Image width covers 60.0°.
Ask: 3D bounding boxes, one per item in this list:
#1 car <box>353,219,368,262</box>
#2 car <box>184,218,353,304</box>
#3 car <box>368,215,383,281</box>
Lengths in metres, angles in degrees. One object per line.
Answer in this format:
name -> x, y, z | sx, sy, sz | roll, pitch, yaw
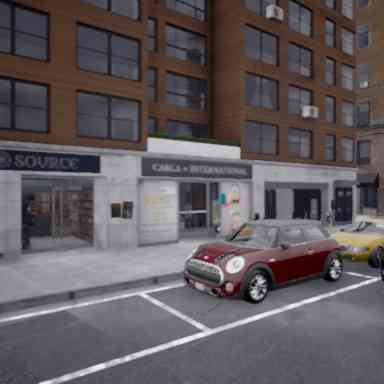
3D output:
car -> 6.134, 1.489, 11.142 | 4.829, 1.417, 1.752 | 0, 0, -36
car -> 1.788, 1.421, 8.039 | 4.097, 1.590, 1.967 | 0, 0, -36
car -> 6.544, 1.320, 8.051 | 4.553, 1.767, 2.097 | 0, 0, -36
